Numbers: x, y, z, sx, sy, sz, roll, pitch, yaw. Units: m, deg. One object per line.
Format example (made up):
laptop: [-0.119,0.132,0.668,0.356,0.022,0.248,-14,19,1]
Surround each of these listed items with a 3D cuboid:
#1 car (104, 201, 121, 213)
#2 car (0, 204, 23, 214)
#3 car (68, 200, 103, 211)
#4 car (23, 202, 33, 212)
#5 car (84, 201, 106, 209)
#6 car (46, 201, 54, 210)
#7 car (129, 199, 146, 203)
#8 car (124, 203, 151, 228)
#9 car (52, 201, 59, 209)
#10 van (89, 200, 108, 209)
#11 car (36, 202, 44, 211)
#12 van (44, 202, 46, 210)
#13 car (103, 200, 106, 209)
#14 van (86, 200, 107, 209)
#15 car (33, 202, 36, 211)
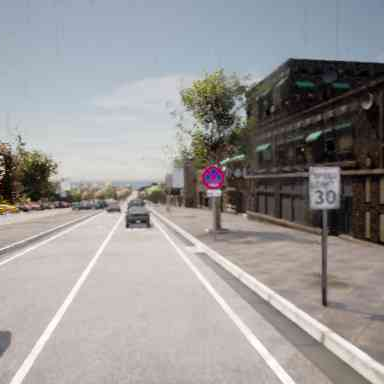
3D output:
car: [-11.883,2.471,50.719,1.994,1.385,4.181,-1,-1,-10]
car: [-31.621,2.938,55.299,5.008,1.535,2.097,-1,-1,-10]
car: [-19.202,2.687,60.244,4.892,1.521,2.231,-1,-1,-10]
car: [-32.574,3.049,60.784,5.008,1.535,2.097,-1,-1,-10]
car: [-21.559,2.880,74.055,4.553,1.767,2.185,-1,-1,-10]
car: [-35.407,3.495,77.244,4.674,1.452,2.002,-1,-1,-10]
car: [-6.845,1.888,41.155,2.150,2.045,5.566,-1,0,-10]
car: [-4.302,1.932,26.421,1.837,1.490,4.892,-1,0,-10]
car: [-35.704,3.521,80.020,5.366,1.575,1.946,-1,-1,-10]
van: [-23.143,3.002,82.316,4.442,1.987,1.878,-1,-1,-10]
car: [-33.960,3.116,69.025,4.553,1.767,2.185,-1,-1,-10]
van: [-34.581,3.088,71.741,4.442,1.987,1.878,-1,-1,-10]
car: [-19.717,2.493,63.002,5.566,2.045,2.435,-1,-1,-10]
van: [-21.956,2.851,76.834,4.442,1.987,1.878,-1,-1,-10]
car: [-33.043,3.151,63.530,4.674,1.452,2.002,-1,-1,-10]
